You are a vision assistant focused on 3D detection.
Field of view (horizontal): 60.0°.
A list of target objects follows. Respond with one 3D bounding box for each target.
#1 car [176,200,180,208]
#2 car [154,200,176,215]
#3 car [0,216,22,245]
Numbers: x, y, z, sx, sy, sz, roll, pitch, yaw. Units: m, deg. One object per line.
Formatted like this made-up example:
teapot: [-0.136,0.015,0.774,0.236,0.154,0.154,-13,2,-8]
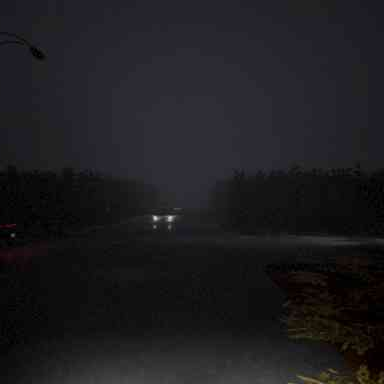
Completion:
car: [-3.114,2.087,60.988,2.033,1.411,5.357,0,-1,0]
car: [-3.108,1.701,36.745,1.882,1.535,5.008,0,0,0]
car: [-10.231,1.720,14.874,4.902,1.511,2.128,-1,1,7]
